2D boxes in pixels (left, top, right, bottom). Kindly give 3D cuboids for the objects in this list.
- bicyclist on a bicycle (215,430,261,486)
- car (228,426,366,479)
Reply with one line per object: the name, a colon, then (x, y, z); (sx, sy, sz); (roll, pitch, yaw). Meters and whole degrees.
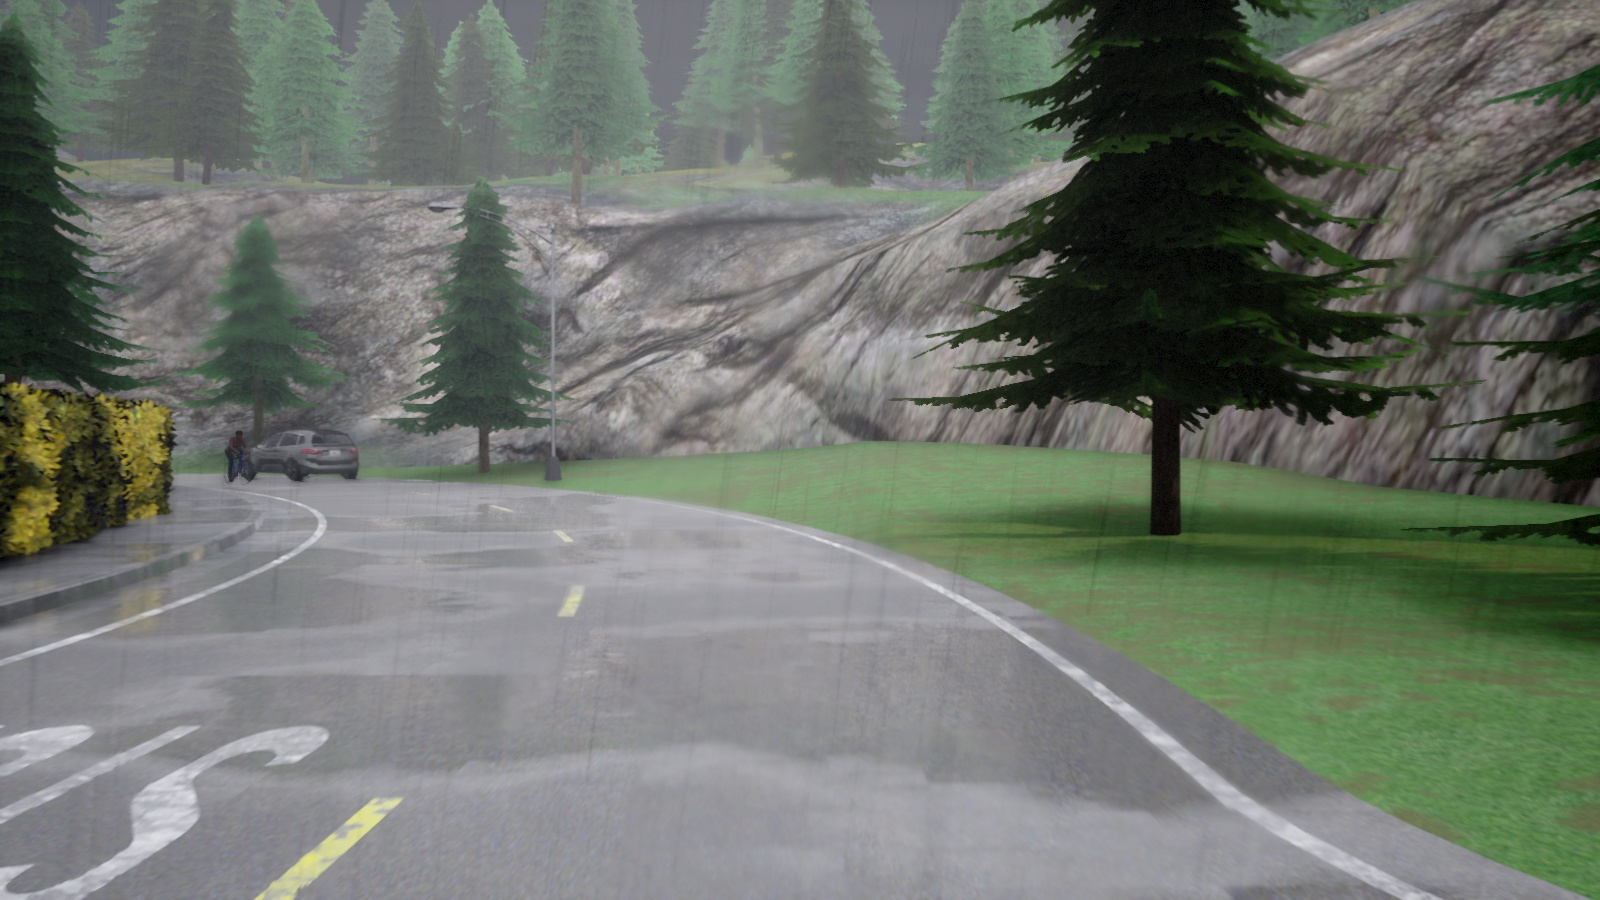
bicyclist on a bicycle: (-16.549, 0.217, 36.940); (1.656, 1.620, 0.582); (1, 2, 41)
car: (-16.694, 0.047, 41.630); (4.611, 1.667, 2.242); (1, 1, 38)
